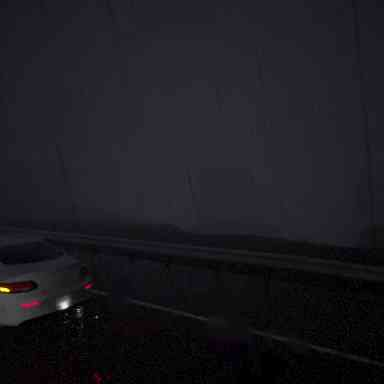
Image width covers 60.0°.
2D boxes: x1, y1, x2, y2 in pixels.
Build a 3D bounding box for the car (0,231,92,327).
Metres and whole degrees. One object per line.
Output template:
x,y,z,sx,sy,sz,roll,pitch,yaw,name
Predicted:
-3.922,1.477,6.337,4.674,1.442,1.812,0,0,32,car
